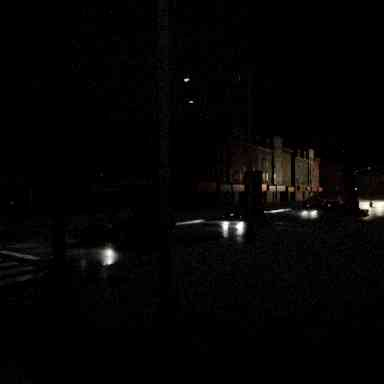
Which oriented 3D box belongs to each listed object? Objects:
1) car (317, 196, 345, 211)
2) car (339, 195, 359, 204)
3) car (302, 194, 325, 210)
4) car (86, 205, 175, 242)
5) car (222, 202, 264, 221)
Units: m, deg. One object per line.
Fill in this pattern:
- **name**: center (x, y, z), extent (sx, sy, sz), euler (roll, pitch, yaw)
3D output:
- **car**: center (16.603, 1.470, 38.986), extent (1.994, 1.385, 4.181), euler (-1, 0, 36)
- **car**: center (22.358, 1.487, 47.101), extent (1.895, 1.301, 4.718), euler (-1, 0, 36)
- **car**: center (15.561, 1.416, 42.384), extent (2.128, 1.511, 4.902), euler (-1, 0, 36)
- **car**: center (-2.909, 1.464, 16.738), extent (1.882, 1.535, 5.008), euler (-1, 0, 37)
- **car**: center (4.138, 1.527, 26.565), extent (1.994, 1.385, 4.181), euler (-1, 0, 36)
